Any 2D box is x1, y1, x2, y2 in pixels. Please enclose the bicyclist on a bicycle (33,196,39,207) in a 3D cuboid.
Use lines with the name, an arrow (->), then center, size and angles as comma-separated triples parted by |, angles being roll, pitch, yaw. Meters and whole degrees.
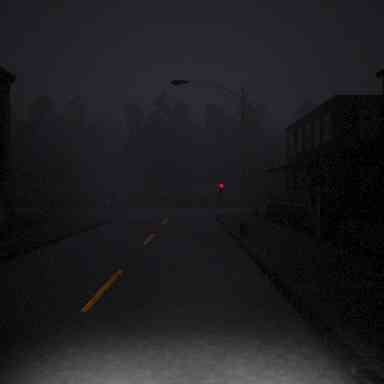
bicyclist on a bicycle -> -22.034, 1.347, 47.059 | 0.582, 1.620, 1.656 | 0, 0, 0
